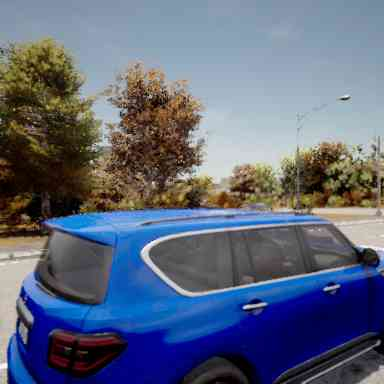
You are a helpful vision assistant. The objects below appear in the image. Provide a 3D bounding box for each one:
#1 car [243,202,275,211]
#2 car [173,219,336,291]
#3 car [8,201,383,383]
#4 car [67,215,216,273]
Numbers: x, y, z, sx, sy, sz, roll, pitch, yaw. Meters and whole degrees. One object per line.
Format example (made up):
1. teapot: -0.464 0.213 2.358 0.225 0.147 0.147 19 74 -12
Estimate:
1. car: 10.892 2.453 54.601 2.033 1.411 5.357 0 -3 -32
2. car: 1.959 1.602 9.674 4.718 1.301 1.895 0 0 -35
3. car: 0.790 1.223 4.310 5.566 2.045 2.150 0 0 -36
4. car: -1.609 1.601 11.433 4.718 1.301 1.895 0 0 -35
